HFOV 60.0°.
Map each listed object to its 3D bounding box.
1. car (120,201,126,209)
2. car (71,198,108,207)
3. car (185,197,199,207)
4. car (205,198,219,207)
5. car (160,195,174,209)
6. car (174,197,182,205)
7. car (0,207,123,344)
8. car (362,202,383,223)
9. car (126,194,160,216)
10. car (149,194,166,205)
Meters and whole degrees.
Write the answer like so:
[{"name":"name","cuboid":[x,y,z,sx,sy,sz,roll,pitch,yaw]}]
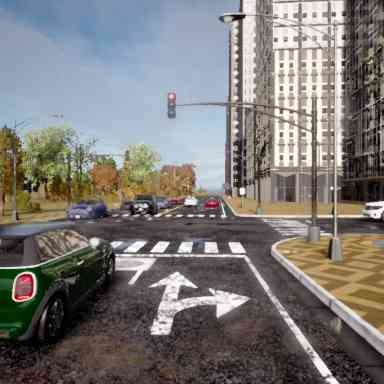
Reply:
[{"name":"car","cuboid":[-7.585,1.554,41.691,1.994,1.385,4.181,0,0,5]},{"name":"car","cuboid":[-8.664,1.339,27.886,2.097,1.767,4.553,0,0,4]},{"name":"car","cuboid":[-0.066,1.520,51.813,1.812,1.442,4.674,0,0,5]},{"name":"car","cuboid":[3.043,1.559,49.895,1.994,1.385,4.181,0,0,4]},{"name":"car","cuboid":[-4.074,1.344,44.844,2.097,1.767,4.553,0,0,5]},{"name":"car","cuboid":[-2.941,1.597,58.973,1.895,1.301,4.718,0,0,5]},{"name":"car","cuboid":[-3.007,1.351,6.592,2.097,1.767,4.553,0,0,1]},{"name":"car","cuboid":[14.821,1.059,22.846,5.566,2.045,2.150,0,0,5]},{"name":"car","cuboid":[-4.668,1.208,32.554,2.150,2.045,5.566,-1,0,-1]},{"name":"car","cuboid":[-6.142,1.346,59.654,2.097,1.767,4.553,0,0,5]}]
